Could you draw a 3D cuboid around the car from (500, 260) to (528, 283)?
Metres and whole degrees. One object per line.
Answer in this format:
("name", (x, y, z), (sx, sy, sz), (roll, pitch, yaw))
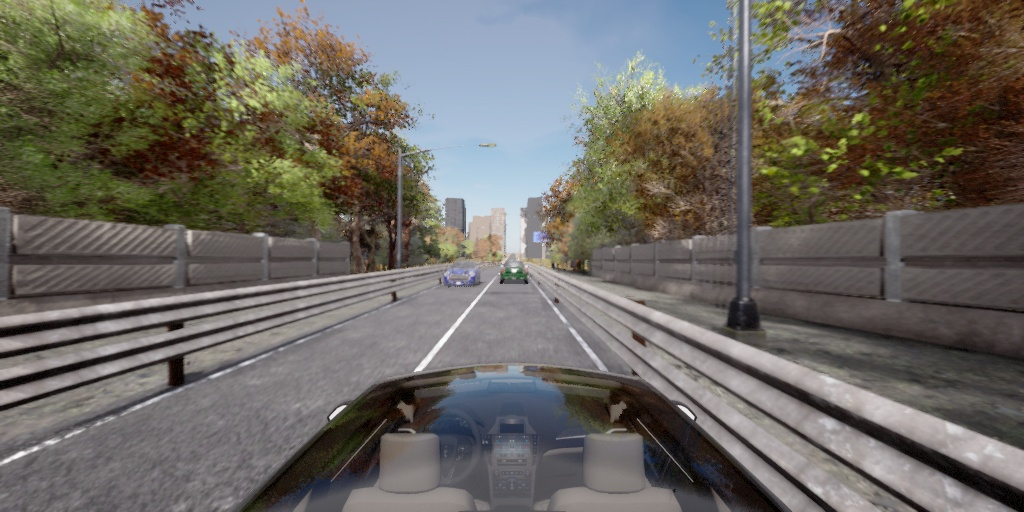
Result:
("car", (0.154, 1.128, 28.188), (2.097, 1.767, 4.553), (0, 0, 0))

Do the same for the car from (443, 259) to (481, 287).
("car", (-3.292, 1.095, 24.412), (2.097, 1.767, 4.553), (0, 0, 0))
